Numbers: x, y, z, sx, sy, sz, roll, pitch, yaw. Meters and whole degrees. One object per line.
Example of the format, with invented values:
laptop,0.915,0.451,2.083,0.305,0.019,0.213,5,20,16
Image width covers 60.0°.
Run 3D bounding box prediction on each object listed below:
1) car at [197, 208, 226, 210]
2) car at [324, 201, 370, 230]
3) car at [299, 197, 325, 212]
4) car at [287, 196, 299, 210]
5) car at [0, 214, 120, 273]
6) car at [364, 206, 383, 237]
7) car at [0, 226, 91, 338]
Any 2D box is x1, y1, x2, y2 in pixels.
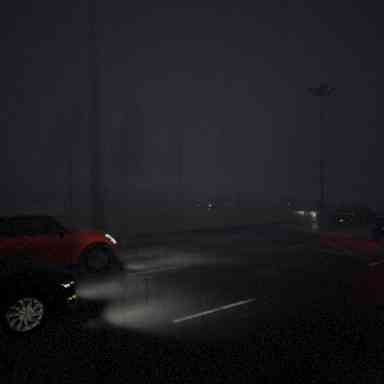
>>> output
car,2.737,1.436,38.131,4.553,1.767,2.097,0,0,-43
car,10.808,1.511,21.573,4.902,1.511,2.128,0,0,-41
car,15.165,1.592,40.372,1.812,1.442,4.674,0,0,44
car,12.659,1.437,42.816,2.097,1.767,4.553,0,0,44
car,-4.362,1.389,9.344,4.553,1.767,2.097,0,0,-36
car,10.756,1.534,16.872,4.674,1.442,1.812,0,0,-41
car,-4.309,1.532,5.065,4.892,1.490,1.837,0,0,-35
